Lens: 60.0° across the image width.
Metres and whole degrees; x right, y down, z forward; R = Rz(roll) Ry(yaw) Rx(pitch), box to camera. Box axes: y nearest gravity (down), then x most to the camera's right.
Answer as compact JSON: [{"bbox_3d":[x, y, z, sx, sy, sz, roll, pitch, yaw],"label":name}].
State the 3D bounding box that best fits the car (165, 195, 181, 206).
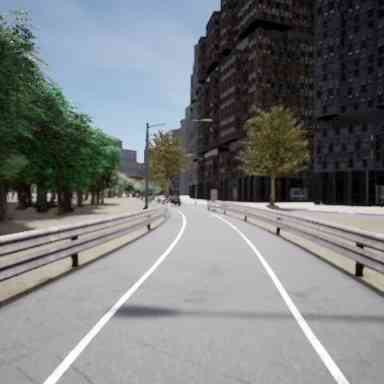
[{"bbox_3d":[-3.663,1.690,64.503,2.150,2.045,5.566,0,0,-15],"label":"car"}]
